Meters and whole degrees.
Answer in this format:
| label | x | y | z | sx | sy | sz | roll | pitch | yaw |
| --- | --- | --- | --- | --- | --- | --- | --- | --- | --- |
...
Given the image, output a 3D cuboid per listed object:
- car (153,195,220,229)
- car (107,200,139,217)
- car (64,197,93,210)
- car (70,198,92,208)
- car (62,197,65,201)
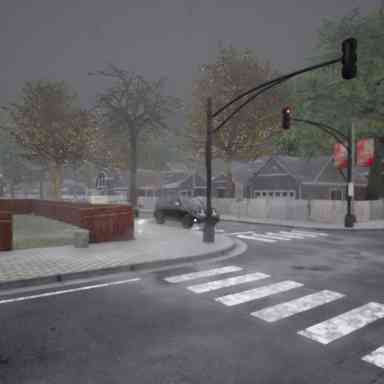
| label | x | y | z | sx | sy | sz | roll | pitch | yaw |
| --- | --- | --- | --- | --- | --- | --- | --- | --- | --- |
| car | -0.534 | 1.236 | 22.189 | 2.150 | 2.045 | 5.566 | 0 | 0 | -36 |
| car | -6.598 | 1.506 | 30.692 | 1.882 | 1.535 | 5.008 | 0 | 0 | -36 |
| car | -13.330 | 1.539 | 40.148 | 2.128 | 1.511 | 4.902 | 0 | 0 | -36 |
| car | -16.569 | 1.646 | 49.678 | 1.994 | 1.385 | 4.181 | 0 | 0 | -35 |
| car | -22.218 | 1.592 | 57.493 | 2.128 | 1.511 | 4.902 | 0 | 0 | -36 |
